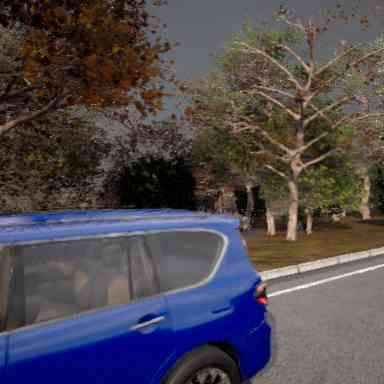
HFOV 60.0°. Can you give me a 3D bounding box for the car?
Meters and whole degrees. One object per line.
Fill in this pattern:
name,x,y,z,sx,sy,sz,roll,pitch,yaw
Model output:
car,-1.756,1.221,2.740,5.566,2.045,2.150,0,0,-35
